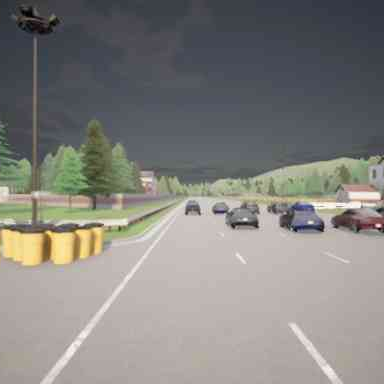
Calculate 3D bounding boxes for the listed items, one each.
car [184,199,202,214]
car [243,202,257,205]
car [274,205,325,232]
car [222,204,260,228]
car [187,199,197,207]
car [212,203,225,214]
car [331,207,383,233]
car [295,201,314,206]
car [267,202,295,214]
[{"bbox_3d":[0.104,1.961,41.244,1.837,1.490,4.892,0,0,0],"label":"car"},{"bbox_3d":[7.105,1.946,41.196,2.128,1.511,4.902,0,-1,0],"label":"car"},{"bbox_3d":[7.102,1.807,21.924,1.994,1.385,4.181,0,-1,0],"label":"car"},{"bbox_3d":[3.602,1.834,24.437,1.994,1.385,4.181,0,-1,0],"label":"car"},{"bbox_3d":[0.007,2.207,66.236,1.882,1.535,5.008,0,-1,0],"label":"car"},{"bbox_3d":[3.605,2.028,42.088,1.994,1.385,4.181,0,-1,0],"label":"car"},{"bbox_3d":[10.588,1.760,21.196,1.812,1.442,4.674,0,0,0],"label":"car"},{"bbox_3d":[14.104,1.950,42.827,1.882,1.535,5.008,0,0,0],"label":"car"},{"bbox_3d":[10.605,1.946,41.196,2.128,1.511,4.902,0,-1,0],"label":"car"}]
